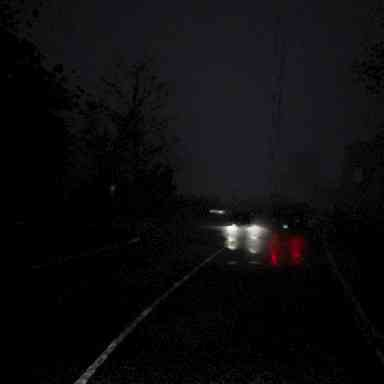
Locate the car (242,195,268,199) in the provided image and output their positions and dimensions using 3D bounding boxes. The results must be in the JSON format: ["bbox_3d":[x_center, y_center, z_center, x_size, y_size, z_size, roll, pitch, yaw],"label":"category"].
[{"bbox_3d":[10.492,1.477,47.017,5.566,2.045,2.435,0,-1,-17],"label":"car"}]

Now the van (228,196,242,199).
[{"bbox_3d":[8.617,1.624,52.917,4.442,1.987,1.878,0,-1,-17],"label":"van"}]

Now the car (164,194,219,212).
[{"bbox_3d":[-0.077,1.329,39.826,5.566,2.045,2.435,0,-1,-17],"label":"car"}]

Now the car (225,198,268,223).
[{"bbox_3d":[4.330,1.481,25.646,1.882,1.535,5.008,1,0,21],"label":"car"}]

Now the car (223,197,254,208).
[{"bbox_3d":[7.823,1.794,55.847,4.553,1.767,2.185,0,-2,-17],"label":"car"}]

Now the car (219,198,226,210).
[{"bbox_3d":[2.658,1.475,48.018,2.150,2.045,5.566,0,-2,-16],"label":"car"}]

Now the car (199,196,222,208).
[{"bbox_3d":[3.178,1.727,58.099,2.150,2.045,5.566,0,-1,-17],"label":"car"}]

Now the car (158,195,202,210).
[{"bbox_3d":[-1.675,1.410,45.049,5.566,2.045,2.435,0,-1,-17],"label":"car"}]

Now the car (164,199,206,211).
[{"bbox_3d":[-0.880,1.619,42.368,4.892,1.521,2.231,0,-1,-17],"label":"car"}]

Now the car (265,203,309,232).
[{"bbox_3d":[5.990,1.619,20.411,1.895,1.301,4.718,1,0,22],"label":"car"}]

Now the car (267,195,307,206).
[{"bbox_3d":[12.232,1.520,41.321,4.553,1.767,2.185,0,-1,-17],"label":"car"}]
